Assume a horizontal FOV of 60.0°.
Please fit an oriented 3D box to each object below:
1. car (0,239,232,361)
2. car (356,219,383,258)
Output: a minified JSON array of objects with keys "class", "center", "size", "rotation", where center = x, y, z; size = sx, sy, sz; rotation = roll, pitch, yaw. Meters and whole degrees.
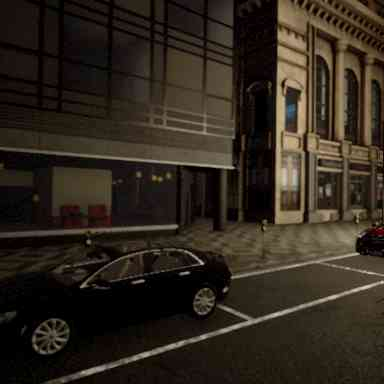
[{"class":"car","center":[-1.259,1.573,5.857],"size":[4.403,1.369,2.008],"rotation":[1,0,-35]},{"class":"car","center":[7.903,1.569,12.386],"size":[4.097,1.590,1.967],"rotation":[1,0,-35]}]
